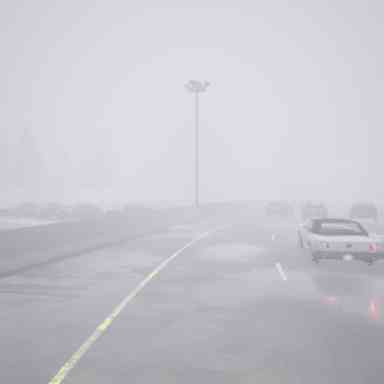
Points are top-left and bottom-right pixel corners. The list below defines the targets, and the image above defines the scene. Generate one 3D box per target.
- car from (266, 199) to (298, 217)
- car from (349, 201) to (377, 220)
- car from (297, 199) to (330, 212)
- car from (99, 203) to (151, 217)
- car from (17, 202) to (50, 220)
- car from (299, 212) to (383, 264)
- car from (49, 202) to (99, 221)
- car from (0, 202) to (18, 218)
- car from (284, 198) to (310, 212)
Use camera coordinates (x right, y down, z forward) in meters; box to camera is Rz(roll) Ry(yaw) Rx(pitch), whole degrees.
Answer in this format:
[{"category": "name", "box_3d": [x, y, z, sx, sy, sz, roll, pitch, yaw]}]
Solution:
[{"category": "car", "box_3d": [8.364, 1.491, 31.607, 2.128, 1.511, 4.902, 0, 0, 26]}, {"category": "car", "box_3d": [14.307, 1.477, 27.848, 1.882, 1.535, 5.008, 0, 0, 26]}, {"category": "car", "box_3d": [10.475, 1.491, 27.950, 2.128, 1.511, 4.902, 0, 0, 25]}, {"category": "car", "box_3d": [-5.226, 1.601, 27.397, 1.895, 1.301, 4.718, 0, 0, 21]}, {"category": "car", "box_3d": [-12.227, 1.564, 28.441, 1.994, 1.385, 4.181, 0, 0, 20]}, {"category": "car", "box_3d": [4.971, 1.601, 11.837, 1.895, 1.301, 4.718, 0, 0, 11]}, {"category": "car", "box_3d": [-9.051, 1.564, 26.942, 1.994, 1.385, 4.181, 0, 0, 20]}, {"category": "car", "box_3d": [-15.305, 1.564, 30.199, 1.994, 1.385, 4.181, 0, 0, 21]}, {"category": "car", "box_3d": [12.840, 1.547, 40.512, 2.033, 1.411, 5.357, 0, 0, 28]}]
